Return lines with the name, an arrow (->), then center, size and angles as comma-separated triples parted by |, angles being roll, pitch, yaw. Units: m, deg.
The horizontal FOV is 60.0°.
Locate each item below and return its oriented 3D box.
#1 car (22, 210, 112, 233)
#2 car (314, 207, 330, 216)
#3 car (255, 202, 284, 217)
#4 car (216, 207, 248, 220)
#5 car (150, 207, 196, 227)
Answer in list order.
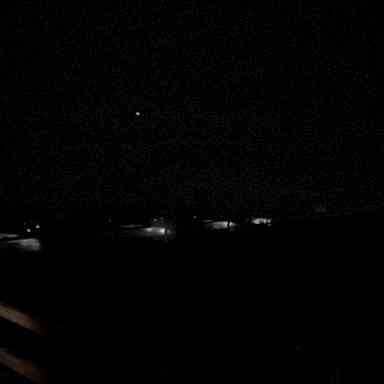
car -> -7.501, 1.834, 20.624 | 2.033, 1.411, 5.357 | 4, 0, 36
car -> 21.767, 3.288, 56.225 | 1.812, 1.442, 4.674 | 4, 1, 37
car -> 10.837, 2.452, 45.985 | 2.150, 2.045, 5.566 | 4, 1, 38
car -> 4.576, 2.430, 37.366 | 1.837, 1.490, 4.892 | 4, 0, 37
car -> -1.532, 2.111, 28.912 | 1.837, 1.490, 4.892 | 4, 0, 36
